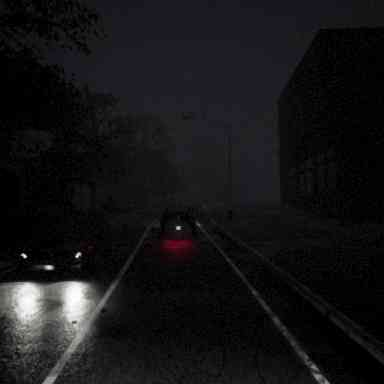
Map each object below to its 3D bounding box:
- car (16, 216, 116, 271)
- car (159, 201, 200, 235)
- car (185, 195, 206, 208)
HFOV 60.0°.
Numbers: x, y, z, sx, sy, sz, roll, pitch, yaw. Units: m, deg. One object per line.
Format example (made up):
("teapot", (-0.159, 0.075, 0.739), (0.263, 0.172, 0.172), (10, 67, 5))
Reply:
("car", (-3.788, 1.539, 11.143), (2.033, 1.411, 5.357), (0, 0, -3))
("car", (-0.791, 1.487, 18.695), (1.837, 1.490, 4.892), (0, 0, -3))
("car", (0.131, 1.445, 40.146), (1.895, 1.301, 4.718), (-1, 0, 11))
